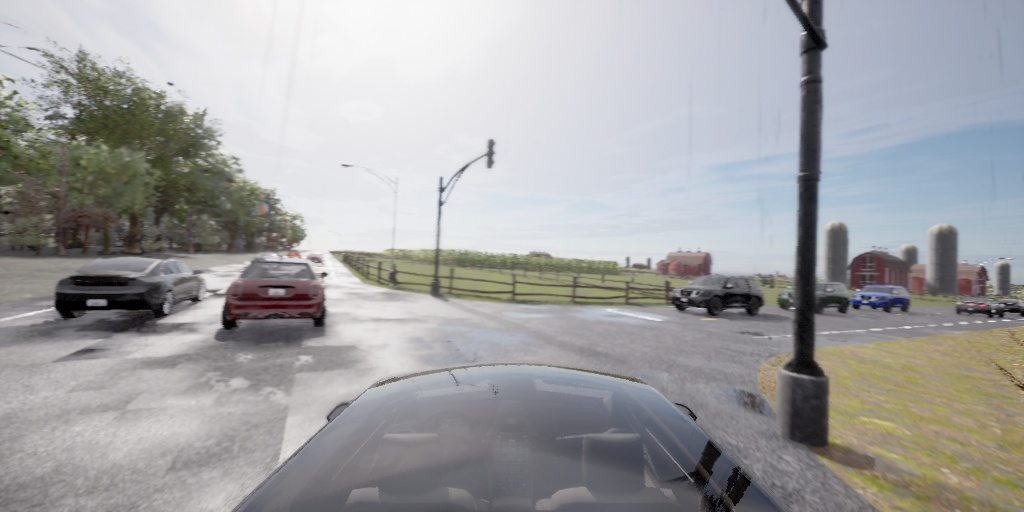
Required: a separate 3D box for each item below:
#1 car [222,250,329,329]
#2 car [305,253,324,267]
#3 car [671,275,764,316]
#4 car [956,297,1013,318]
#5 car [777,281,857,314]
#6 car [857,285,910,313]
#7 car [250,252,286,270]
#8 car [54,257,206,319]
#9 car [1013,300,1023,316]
[{"bbox_3d":[-6.465,0.829,10.250,2.097,1.767,4.553,3,-1,-28],"label":"car"},{"bbox_3d":[-22.884,0.407,41.674,1.812,1.442,4.674,3,-1,-28],"label":"car"},{"bbox_3d":[11.117,2.036,19.298,5.566,2.045,2.150,4,-2,-27],"label":"car"},{"bbox_3d":[38.135,4.157,29.190,4.902,1.511,2.128,4,-2,-27],"label":"car"},{"bbox_3d":[20.315,2.708,24.058,5.566,2.045,2.150,4,-2,-27],"label":"car"},{"bbox_3d":[29.749,3.396,28.916,5.566,2.045,2.150,4,-2,-27],"label":"car"},{"bbox_3d":[-22.266,0.375,32.934,2.033,1.411,5.357,3,-1,-28],"label":"car"},{"bbox_3d":[-10.373,0.765,10.163,1.837,1.490,4.892,3,-1,-28],"label":"car"},{"bbox_3d":[47.359,4.847,34.005,4.892,1.490,1.837,4,-2,-27],"label":"car"}]
